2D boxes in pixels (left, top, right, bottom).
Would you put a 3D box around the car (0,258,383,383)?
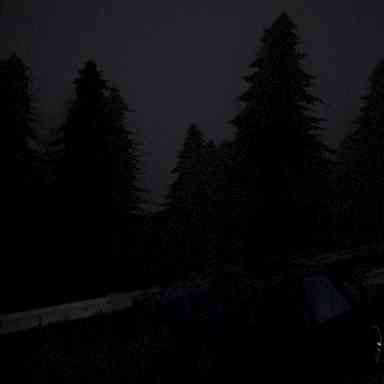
[{"bbox_3d":[0.703,1.615,4.079,5.357,1.411,2.033,1,-1,-39],"label":"car"}]
